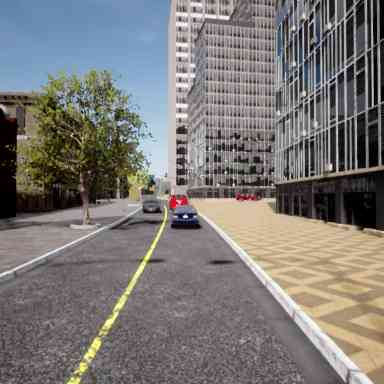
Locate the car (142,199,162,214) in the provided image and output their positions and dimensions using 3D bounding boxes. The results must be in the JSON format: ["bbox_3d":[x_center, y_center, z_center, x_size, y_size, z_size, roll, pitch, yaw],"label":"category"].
[{"bbox_3d":[-4.269,1.482,35.582,1.882,1.535,5.008,0,0,-4],"label":"car"}]

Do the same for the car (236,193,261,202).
[{"bbox_3d":[11.590,1.212,68.747,5.009,1.841,2.192,0,-1,13],"label":"car"}]

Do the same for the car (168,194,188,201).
[{"bbox_3d":[-1.621,1.228,39.410,2.150,2.045,5.566,0,0,-5],"label":"car"}]

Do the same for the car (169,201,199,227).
[{"bbox_3d":[-0.517,1.554,22.743,2.033,1.411,5.357,0,0,-3],"label":"car"}]
